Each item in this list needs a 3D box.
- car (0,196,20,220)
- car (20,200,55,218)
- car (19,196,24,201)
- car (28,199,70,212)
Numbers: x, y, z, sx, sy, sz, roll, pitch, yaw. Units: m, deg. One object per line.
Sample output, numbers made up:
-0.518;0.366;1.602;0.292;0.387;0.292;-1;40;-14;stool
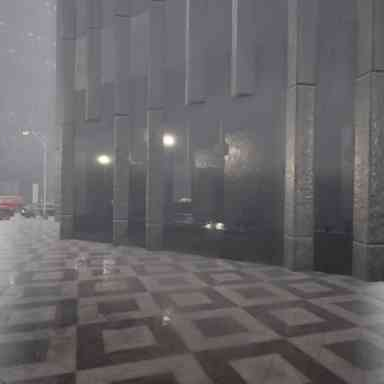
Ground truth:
-17.076;1.463;26.681;2.192;1.841;5.009;1;0;35;car
-13.810;1.742;31.283;1.947;1.339;4.313;1;0;35;car
-20.749;1.353;36.227;2.192;1.841;5.009;1;0;35;car
-17.484;1.634;40.828;1.947;1.339;4.313;1;0;35;car
